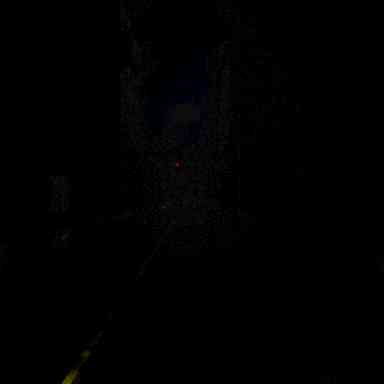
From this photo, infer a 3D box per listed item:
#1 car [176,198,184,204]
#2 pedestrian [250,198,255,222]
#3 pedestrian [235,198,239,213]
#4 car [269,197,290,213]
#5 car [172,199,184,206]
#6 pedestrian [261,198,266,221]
[{"bbox_3d":[-3.008,2.387,84.932,2.033,1.411,5.357,0,-1,0],"label":"car"},{"bbox_3d":[4.633,1.380,25.780,0.375,1.860,0.375,0,0,0],"label":"pedestrian"},{"bbox_3d":[3.633,1.404,26.980,0.375,1.860,0.375,0,0,0],"label":"pedestrian"},{"bbox_3d":[12.080,1.510,40.616,5.009,1.841,2.192,-1,1,0],"label":"car"},{"bbox_3d":[-3.008,2.236,69.334,1.994,1.385,4.181,0,-1,0],"label":"car"},{"bbox_3d":[5.633,1.370,26.380,0.375,1.860,0.375,0,0,0],"label":"pedestrian"}]
